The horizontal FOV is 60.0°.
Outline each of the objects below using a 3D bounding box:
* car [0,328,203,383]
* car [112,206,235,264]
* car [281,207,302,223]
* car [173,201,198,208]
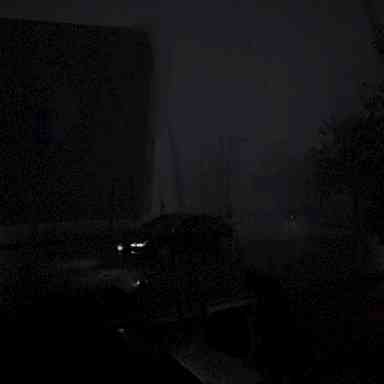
[{"bbox_3d":[-2.324,1.542,1.641,5.357,1.411,2.033,0,0,-35],"label":"car"},{"bbox_3d":[-0.467,1.484,11.891,4.892,1.490,1.837,0,1,-44],"label":"car"},{"bbox_3d":[10.430,2.365,35.186,2.128,1.511,4.902,2,-2,14],"label":"car"},{"bbox_3d":[-1.080,2.267,57.428,4.553,1.767,2.097,3,-2,33],"label":"car"}]
